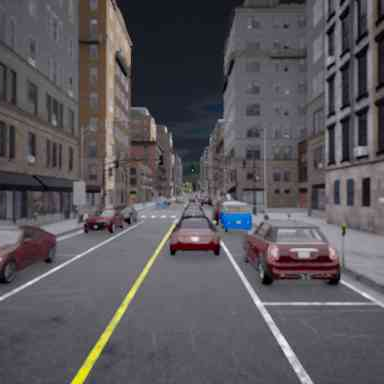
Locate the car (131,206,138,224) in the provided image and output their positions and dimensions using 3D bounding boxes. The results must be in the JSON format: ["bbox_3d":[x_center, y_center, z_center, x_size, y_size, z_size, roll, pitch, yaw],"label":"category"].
[{"bbox_3d":[-5.371,1.774,26.316,1.947,1.339,4.313,0,0,0],"label":"car"}]

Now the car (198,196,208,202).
[{"bbox_3d":[2.747,1.810,63.683,2.192,1.841,5.009,0,0,0],"label":"car"}]

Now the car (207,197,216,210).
[{"bbox_3d":[2.654,1.524,26.313,2.192,1.841,5.009,0,0,0],"label":"car"}]

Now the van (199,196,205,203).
[{"bbox_3d":[2.740,2.042,90.714,1.690,1.788,3.998,0,0,0],"label":"van"}]

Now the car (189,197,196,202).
[{"bbox_3d":[0.062,2.078,93.486,1.812,1.442,4.674,0,0,0],"label":"car"}]

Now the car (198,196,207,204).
[{"bbox_3d":[2.741,1.975,85.308,2.192,1.841,5.009,0,0,0],"label":"car"}]

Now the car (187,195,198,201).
[{"bbox_3d":[0.055,2.134,83.067,1.837,1.490,4.892,0,0,0],"label":"car"}]

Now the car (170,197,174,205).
[{"bbox_3d":[-5.359,2.102,69.091,1.947,1.339,4.313,0,0,0],"label":"car"}]

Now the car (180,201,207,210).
[{"bbox_3d":[0.122,1.795,29.226,1.994,1.385,4.181,0,0,0],"label":"car"}]

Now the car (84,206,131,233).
[{"bbox_3d":[-5.374,1.710,20.806,1.887,1.381,4.507,0,0,0],"label":"car"}]

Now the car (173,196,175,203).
[{"bbox_3d":[-5.354,2.122,74.497,1.887,1.381,4.507,0,0,0],"label":"car"}]

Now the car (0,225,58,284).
[{"bbox_3d":[-5.382,1.661,9.783,1.802,1.307,4.206,0,0,0],"label":"car"}]

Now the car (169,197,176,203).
[{"bbox_3d":[-5.340,2.225,90.547,1.752,1.417,4.829,0,0,0],"label":"car"}]

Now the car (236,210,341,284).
[{"bbox_3d":[2.643,1.519,9.780,1.967,1.590,4.097,0,0,0],"label":"car"}]

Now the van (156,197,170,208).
[{"bbox_3d":[-5.370,1.795,58.281,1.690,1.788,3.998,0,0,0],"label":"van"}]

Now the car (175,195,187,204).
[{"bbox_3d":[-2.698,2.103,77.880,1.837,1.490,4.892,0,0,0],"label":"car"}]

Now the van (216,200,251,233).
[{"bbox_3d":[2.651,1.507,20.802,1.690,1.788,3.998,0,0,0],"label":"van"}]

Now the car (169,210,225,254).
[{"bbox_3d":[0.109,1.676,13.981,1.994,1.385,4.181,0,0,0],"label":"car"}]

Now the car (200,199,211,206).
[{"bbox_3d":[2.745,2.087,69.087,2.008,1.369,4.403,0,0,0],"label":"car"}]
